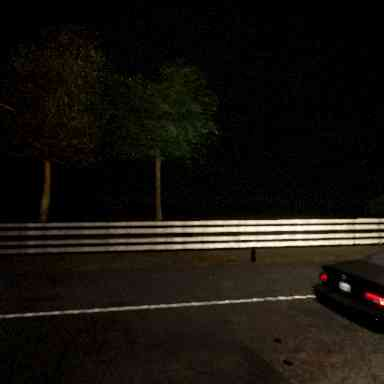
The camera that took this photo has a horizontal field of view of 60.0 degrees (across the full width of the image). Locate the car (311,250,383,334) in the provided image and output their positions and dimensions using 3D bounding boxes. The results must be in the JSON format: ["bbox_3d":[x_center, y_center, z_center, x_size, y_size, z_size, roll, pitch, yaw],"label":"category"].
[{"bbox_3d":[4.933,1.610,5.950,5.357,1.411,2.033,0,0,-12],"label":"car"}]
